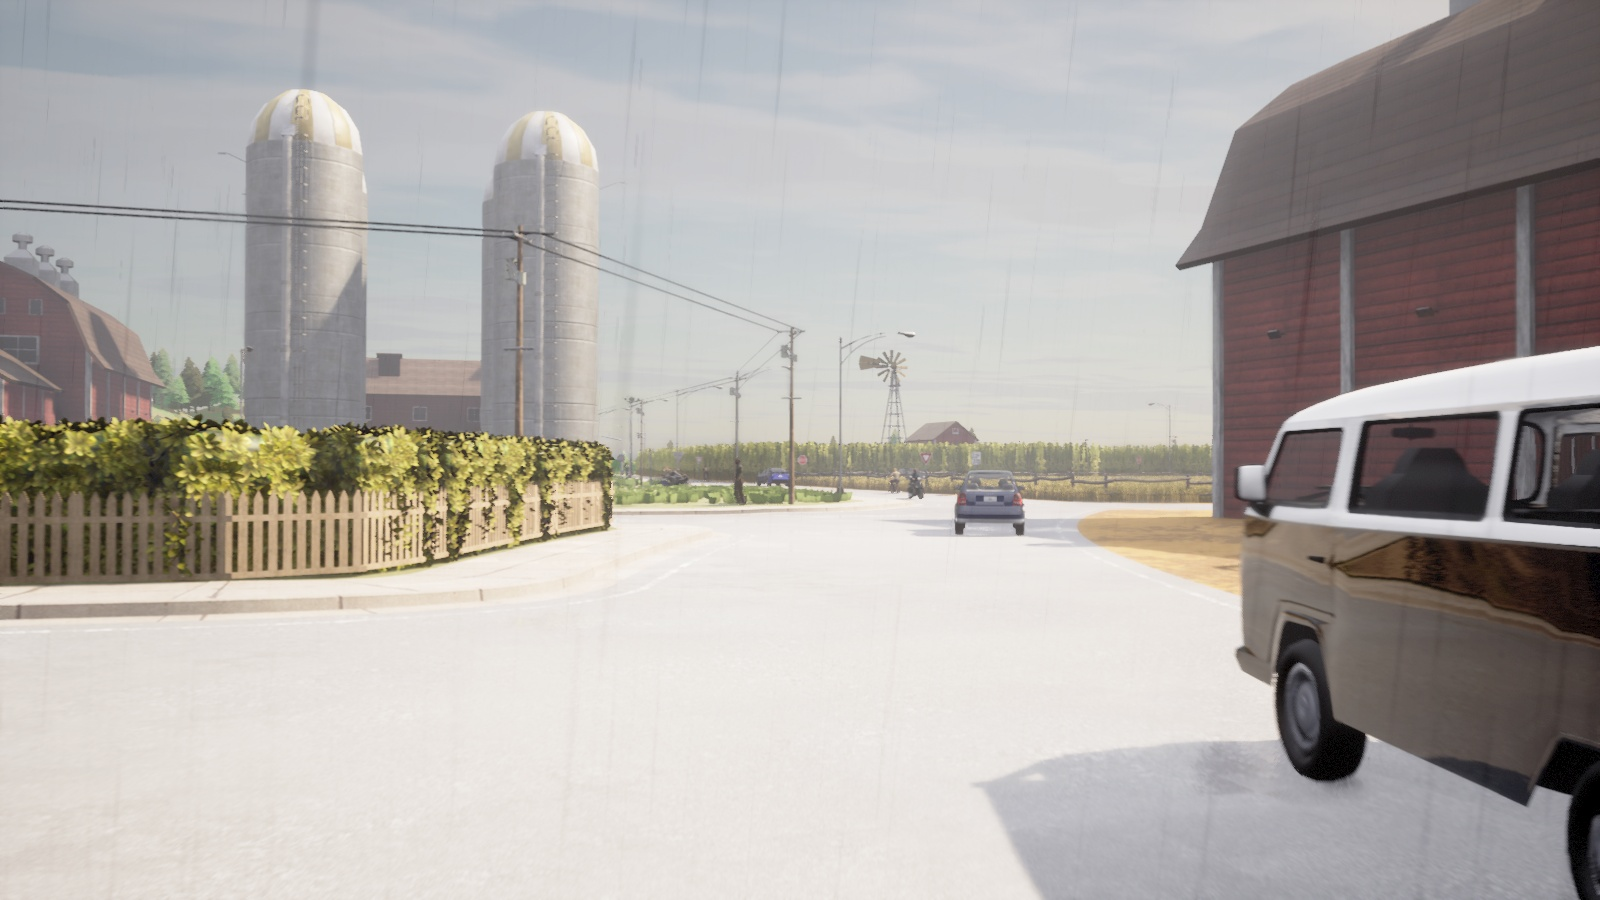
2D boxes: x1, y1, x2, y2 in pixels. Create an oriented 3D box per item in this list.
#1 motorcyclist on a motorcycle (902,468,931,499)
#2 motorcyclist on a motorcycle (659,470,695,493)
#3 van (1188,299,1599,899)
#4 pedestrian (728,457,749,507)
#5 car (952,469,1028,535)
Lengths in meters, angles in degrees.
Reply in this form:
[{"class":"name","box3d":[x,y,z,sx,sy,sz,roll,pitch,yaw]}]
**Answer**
[{"class":"motorcyclist on a motorcycle","box3d":[5.976,1.710,64.516,0.866,1.590,1.817,0,-1,-18]},{"class":"motorcyclist on a motorcycle","box3d":[-8.052,2.050,81.977,2.191,1.530,0.866,0,-1,-18]},{"class":"van","box3d":[3.371,0.594,5.201,2.069,2.038,4.480,0,-1,-1]},{"class":"pedestrian","box3d":[-2.350,1.216,48.098,0.692,1.930,0.395,0,-1,-24]},{"class":"car","box3d":[4.773,1.253,31.592,1.789,1.549,3.705,0,-1,8]}]
